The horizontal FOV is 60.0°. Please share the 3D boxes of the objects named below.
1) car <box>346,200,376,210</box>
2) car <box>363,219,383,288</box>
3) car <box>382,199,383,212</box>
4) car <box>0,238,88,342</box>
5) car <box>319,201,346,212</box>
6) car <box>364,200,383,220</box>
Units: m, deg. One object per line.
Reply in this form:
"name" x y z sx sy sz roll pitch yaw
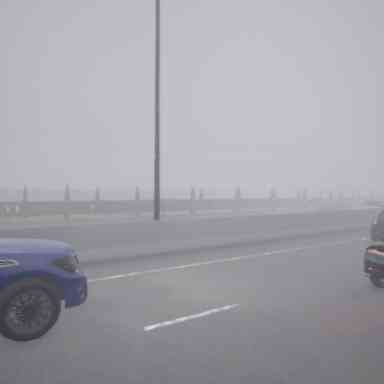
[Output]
"car" 15.518 1.452 28.260 4.553 1.767 2.097 0 0 -37
"car" 6.099 1.525 8.097 4.902 1.511 2.128 0 0 -36
"car" 24.967 1.642 39.756 4.902 1.511 2.128 0 0 -37
"car" -4.467 1.218 4.843 5.566 2.045 2.150 0 0 -35
"car" 16.115 1.684 37.475 4.181 1.385 1.994 0 0 -37
"car" 10.294 1.412 15.442 4.553 1.767 2.097 0 0 -36
